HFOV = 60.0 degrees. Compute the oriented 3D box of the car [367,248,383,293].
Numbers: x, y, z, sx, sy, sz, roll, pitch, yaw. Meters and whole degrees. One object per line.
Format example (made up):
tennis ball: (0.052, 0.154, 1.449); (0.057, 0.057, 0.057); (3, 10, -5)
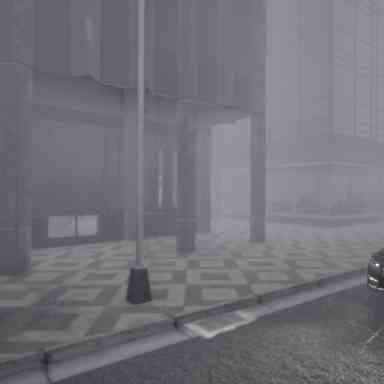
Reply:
car: (5.890, 1.454, 7.577); (4.902, 1.511, 2.128); (0, 0, -36)
